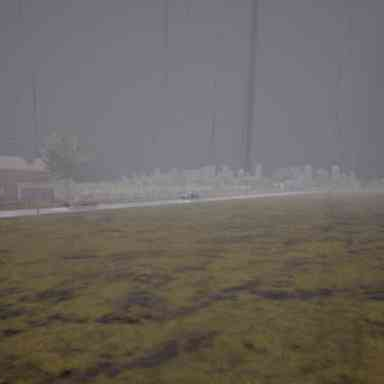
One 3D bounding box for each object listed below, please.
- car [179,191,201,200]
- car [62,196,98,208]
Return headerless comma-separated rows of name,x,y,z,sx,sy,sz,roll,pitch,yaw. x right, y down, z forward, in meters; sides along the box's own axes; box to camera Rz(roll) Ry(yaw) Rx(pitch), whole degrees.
car,-0.234,0.647,58.050,1.837,1.490,4.892,1,1,36
car,-13.367,1.167,39.934,1.994,1.385,4.181,1,2,36
